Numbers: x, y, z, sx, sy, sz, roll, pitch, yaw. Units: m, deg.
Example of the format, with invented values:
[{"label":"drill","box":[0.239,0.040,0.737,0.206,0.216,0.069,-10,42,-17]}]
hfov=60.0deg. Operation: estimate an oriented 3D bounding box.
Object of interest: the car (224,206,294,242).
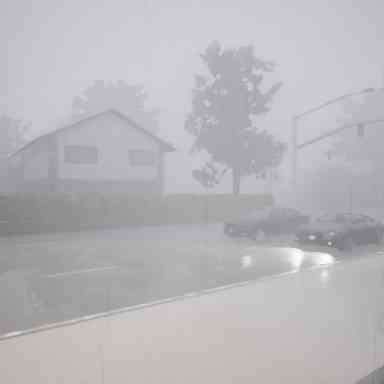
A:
[{"label":"car","box":[3.795,1.463,16.411,5.008,1.535,1.882,0,0,-35]}]

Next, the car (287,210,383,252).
[{"label":"car","box":[6.206,1.550,13.825,4.181,1.385,1.994,0,0,-35]}]
